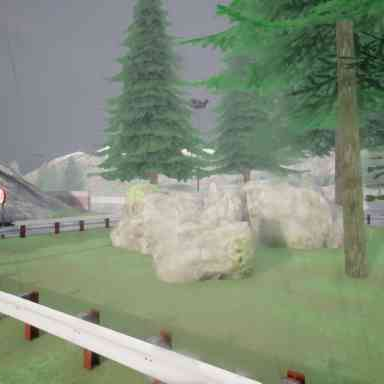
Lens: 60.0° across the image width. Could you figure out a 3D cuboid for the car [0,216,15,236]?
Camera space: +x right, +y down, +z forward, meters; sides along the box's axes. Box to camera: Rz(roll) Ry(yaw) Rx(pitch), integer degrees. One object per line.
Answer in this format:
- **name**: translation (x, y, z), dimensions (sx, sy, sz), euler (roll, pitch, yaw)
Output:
- **car**: translation (-10.843, 1.358, 15.570), dimensions (5.357, 1.411, 2.033), euler (0, 0, 21)
